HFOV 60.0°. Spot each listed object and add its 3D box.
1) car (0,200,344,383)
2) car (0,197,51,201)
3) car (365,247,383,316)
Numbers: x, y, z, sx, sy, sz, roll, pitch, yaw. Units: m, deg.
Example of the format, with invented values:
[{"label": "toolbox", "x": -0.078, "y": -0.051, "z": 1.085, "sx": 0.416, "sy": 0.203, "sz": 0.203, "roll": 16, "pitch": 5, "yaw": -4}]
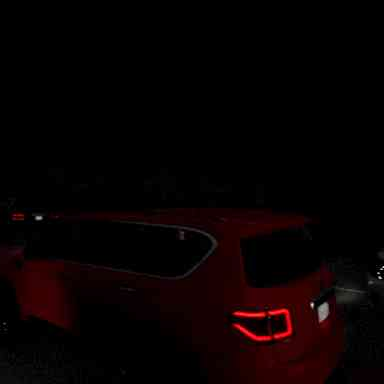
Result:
[{"label": "car", "x": -0.848, "y": 1.235, "z": 4.831, "sx": 5.566, "sy": 2.045, "sz": 2.150, "roll": 0, "pitch": 0, "yaw": 38}, {"label": "car", "x": -8.660, "y": 1.261, "z": 16.790, "sx": 2.150, "sy": 2.045, "sz": 5.566, "roll": 0, "pitch": 0, "yaw": -43}, {"label": "car", "x": 5.479, "y": 1.240, "z": 4.455, "sx": 5.566, "sy": 2.045, "sz": 2.150, "roll": 0, "pitch": 0, "yaw": 35}]
